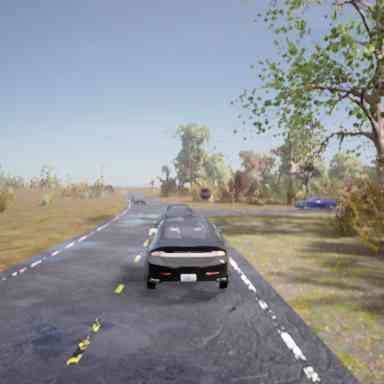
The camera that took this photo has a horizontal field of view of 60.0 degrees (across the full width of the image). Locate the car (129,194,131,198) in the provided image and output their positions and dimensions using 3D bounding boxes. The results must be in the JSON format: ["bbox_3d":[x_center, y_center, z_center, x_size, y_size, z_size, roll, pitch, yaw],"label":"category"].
[{"bbox_3d":[-10.657,1.059,64.032,1.994,1.385,4.181,0,0,-11],"label":"car"}]

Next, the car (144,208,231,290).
[{"bbox_3d":[-0.155,1.424,8.863,2.128,1.511,4.902,0,0,-2],"label":"car"}]

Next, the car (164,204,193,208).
[{"bbox_3d":[-0.803,1.408,20.423,1.994,1.385,4.181,0,1,-4],"label":"car"}]

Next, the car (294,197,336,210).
[{"bbox_3d":[13.714,1.281,37.112,4.674,1.442,1.812,0,0,-11],"label":"car"}]

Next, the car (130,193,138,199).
[{"bbox_3d":[-13.678,0.890,78.418,1.812,1.442,4.674,0,0,-12],"label":"car"}]

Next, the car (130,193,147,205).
[{"bbox_3d":[-7.655,1.166,48.714,2.033,1.411,5.357,0,0,-10],"label":"car"}]
